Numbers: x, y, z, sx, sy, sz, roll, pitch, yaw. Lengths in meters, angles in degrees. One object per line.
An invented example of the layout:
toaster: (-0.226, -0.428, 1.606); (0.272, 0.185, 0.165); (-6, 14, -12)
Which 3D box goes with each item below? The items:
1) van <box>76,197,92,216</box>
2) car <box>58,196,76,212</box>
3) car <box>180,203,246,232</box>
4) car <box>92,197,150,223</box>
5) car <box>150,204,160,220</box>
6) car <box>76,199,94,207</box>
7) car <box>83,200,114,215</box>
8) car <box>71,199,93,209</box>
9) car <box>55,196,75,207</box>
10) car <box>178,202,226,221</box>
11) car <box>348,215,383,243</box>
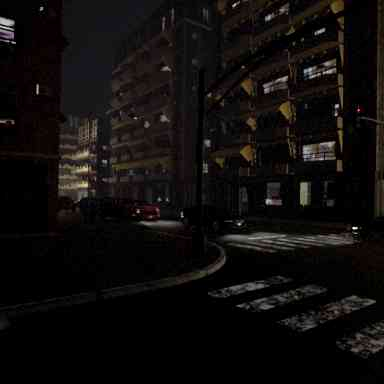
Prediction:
van: (-8.774, 1.354, 29.980); (1.690, 1.788, 3.998); (1, -1, -35)
car: (-15.214, 1.368, 39.083); (2.192, 1.841, 5.009); (1, -1, -35)
car: (1.179, 1.527, 20.239); (1.837, 1.490, 4.892); (1, -1, -36)
car: (-5.552, 1.310, 25.429); (2.192, 1.841, 5.009); (1, -1, -35)
car: (-4.549, 1.404, 28.285); (2.097, 1.767, 4.553); (1, -1, -35)
car: (-18.448, 1.867, 57.286); (1.802, 1.307, 4.206); (1, -1, -35)
car: (-10.256, 1.650, 36.351); (1.994, 1.385, 4.181); (1, -1, -35)
car: (-16.738, 1.771, 50.608); (1.994, 1.385, 4.181); (1, -1, -35)
car: (-22.458, 1.599, 58.707); (2.097, 1.767, 4.553); (1, -1, -36)
car: (0.777, 1.686, 30.118); (1.752, 1.417, 4.829); (1, -1, -35)
car: (9.904, 1.590, 15.338); (4.892, 1.490, 1.837); (1, 2, 16)
